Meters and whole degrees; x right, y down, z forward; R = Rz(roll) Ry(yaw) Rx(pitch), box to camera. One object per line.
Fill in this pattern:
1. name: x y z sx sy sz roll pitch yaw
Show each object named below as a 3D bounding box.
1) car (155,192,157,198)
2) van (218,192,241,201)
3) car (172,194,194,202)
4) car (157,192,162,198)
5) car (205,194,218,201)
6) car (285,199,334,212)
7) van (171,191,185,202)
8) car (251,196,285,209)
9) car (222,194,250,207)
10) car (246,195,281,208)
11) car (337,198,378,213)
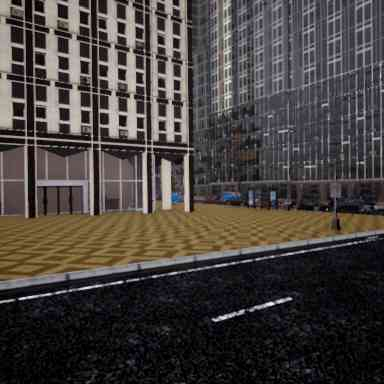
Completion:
1. car: -8.832 0.712 83.689 1.967 1.590 4.097 0 1 -34
2. van: 7.152 0.881 60.191 1.690 1.788 3.998 0 1 -34
3. car: -1.851 1.065 63.282 1.837 1.490 4.892 -1 1 -34
4. car: -5.635 0.641 78.989 2.192 1.841 5.009 0 1 -34
5. car: 3.956 1.069 64.894 1.802 1.307 4.206 0 1 -34
6. car: 12.903 1.444 36.612 1.947 1.339 4.313 0 1 -34
7. van: -2.973 0.958 60.179 1.690 1.788 3.998 0 1 -34
8. car: 9.720 1.408 41.323 1.802 1.307 4.206 0 1 -34
9. car: 6.571 1.340 46.055 1.947 1.339 4.313 0 1 -34
10. car: 9.811 1.276 45.987 1.812 1.442 4.674 -1 2 -34
11. car: 17.065 1.357 35.313 2.128 1.511 4.902 -1 1 -34
